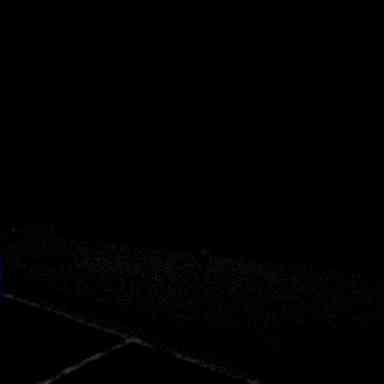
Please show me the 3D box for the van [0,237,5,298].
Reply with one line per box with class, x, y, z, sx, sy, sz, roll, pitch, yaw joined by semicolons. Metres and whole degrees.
van;-5.461;1.412;6.775;3.998;1.788;1.690;-1;-1;36
